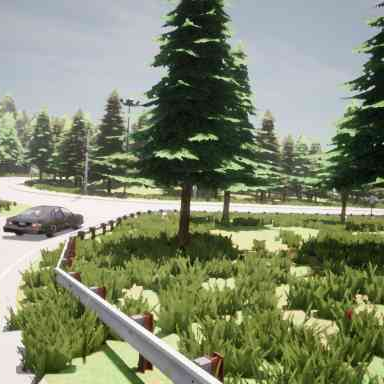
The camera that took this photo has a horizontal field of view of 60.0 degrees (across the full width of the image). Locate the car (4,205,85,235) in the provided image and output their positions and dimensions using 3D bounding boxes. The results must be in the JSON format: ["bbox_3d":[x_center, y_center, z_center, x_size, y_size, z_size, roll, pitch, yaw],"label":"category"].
[{"bbox_3d":[-7.400,1.412,17.297,2.033,1.411,5.357,4,1,3],"label":"car"}]
